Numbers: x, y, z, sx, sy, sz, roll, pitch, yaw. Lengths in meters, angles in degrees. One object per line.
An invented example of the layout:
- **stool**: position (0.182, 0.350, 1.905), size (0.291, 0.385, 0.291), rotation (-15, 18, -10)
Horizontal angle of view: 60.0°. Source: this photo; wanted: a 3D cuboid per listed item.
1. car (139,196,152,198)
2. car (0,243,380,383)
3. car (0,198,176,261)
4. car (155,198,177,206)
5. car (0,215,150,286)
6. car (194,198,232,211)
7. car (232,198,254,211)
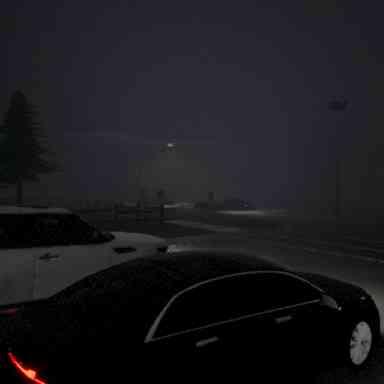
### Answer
- **car**: position (-7.470, 1.436, 55.730), size (2.097, 1.767, 4.553), rotation (0, 0, -35)
- **car**: position (0.410, 1.512, 4.093), size (4.892, 1.490, 1.837), rotation (0, 0, -35)
- **car**: position (-2.928, 1.224, 6.025), size (5.566, 2.045, 2.150), rotation (0, 0, -35)
- **car**: position (-4.589, 1.684, 57.717), size (1.994, 1.385, 4.181), rotation (0, 0, -35)
- **car**: position (-3.740, 1.533, 9.729), size (4.674, 1.442, 1.812), rotation (0, 0, -35)
- **car**: position (2.344, 1.673, 41.598), size (1.895, 1.301, 4.718), rotation (0, 0, -35)
- **car**: position (5.832, 1.587, 42.722), size (1.837, 1.490, 4.892), rotation (0, 0, -35)
